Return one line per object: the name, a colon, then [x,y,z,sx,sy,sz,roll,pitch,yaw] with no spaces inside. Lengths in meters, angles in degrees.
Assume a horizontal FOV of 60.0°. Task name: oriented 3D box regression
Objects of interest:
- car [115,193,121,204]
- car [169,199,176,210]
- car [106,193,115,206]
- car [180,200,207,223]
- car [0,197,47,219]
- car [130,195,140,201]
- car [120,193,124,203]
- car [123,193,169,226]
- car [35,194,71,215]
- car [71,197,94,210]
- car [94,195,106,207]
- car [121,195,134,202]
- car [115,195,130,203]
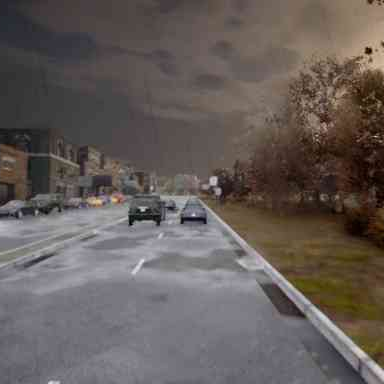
car: [-15.176,1.493,61.728,1.946,1.575,5.366,0,0,0]
car: [-3.138,1.609,42.901,1.994,1.385,4.181,0,0,0]
car: [-15.154,1.363,56.420,2.185,1.767,4.553,0,0,0]
car: [0.107,1.591,25.549,1.994,1.385,4.181,0,0,0]
car: [-15.041,1.455,28.896,2.231,1.521,4.892,0,0,0]
car: [-15.291,1.528,89.478,1.946,1.575,5.366,0,0,0]
car: [-15.199,1.251,67.411,2.435,2.045,5.566,0,0,0]
car: [-3.143,1.247,23.909,2.150,2.045,5.566,0,0,0]
car: [-15.064,1.210,34.386,2.435,2.045,5.566,0,0,0]
car: [-15.158,1.474,43.806,2.231,1.521,4.892,0,0,1]
car: [-15.131,1.478,50.678,1.946,1.575,5.366,0,0,0]
car: [-15.245,1.518,78.621,2.231,1.521,4.892,0,0,0]
car: [-15.224,1.511,73.095,2.231,1.521,4.892,0,0,0]
